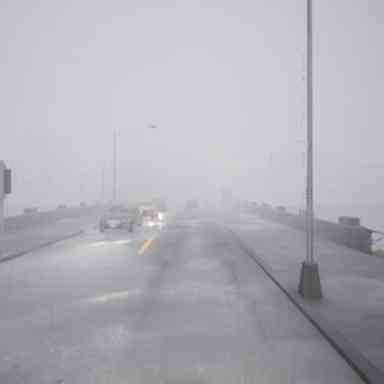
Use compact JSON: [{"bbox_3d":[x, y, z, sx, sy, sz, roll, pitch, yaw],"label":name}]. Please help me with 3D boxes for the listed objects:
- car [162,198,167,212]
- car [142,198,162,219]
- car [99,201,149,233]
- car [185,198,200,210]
[{"bbox_3d":[-4.058,1.491,39.543,2.128,1.511,4.902,0,0,0],"label":"car"},{"bbox_3d":[-4.090,1.477,29.273,1.882,1.535,5.008,0,0,0],"label":"car"},{"bbox_3d":[-4.097,1.491,19.725,2.128,1.511,4.902,0,0,0],"label":"car"},{"bbox_3d":[0.048,1.547,43.848,2.033,1.411,5.357,0,0,1],"label":"car"}]
